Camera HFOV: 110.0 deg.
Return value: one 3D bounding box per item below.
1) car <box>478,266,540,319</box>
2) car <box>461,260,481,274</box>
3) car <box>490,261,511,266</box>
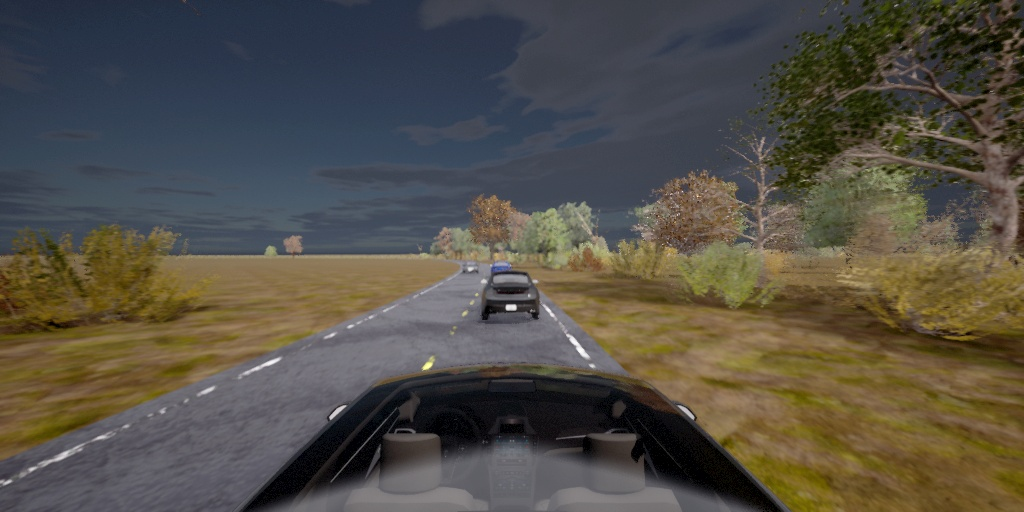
[{"bbox_3d":[-0.080,1.259,12.878,1.837,1.490,4.892,0,0,-1],"label":"car"},{"bbox_3d":[-4.652,1.265,40.792,2.128,1.511,4.902,0,0,-5],"label":"car"},{"bbox_3d":[-1.055,1.241,34.044,1.882,1.535,5.008,0,0,-4],"label":"car"}]
